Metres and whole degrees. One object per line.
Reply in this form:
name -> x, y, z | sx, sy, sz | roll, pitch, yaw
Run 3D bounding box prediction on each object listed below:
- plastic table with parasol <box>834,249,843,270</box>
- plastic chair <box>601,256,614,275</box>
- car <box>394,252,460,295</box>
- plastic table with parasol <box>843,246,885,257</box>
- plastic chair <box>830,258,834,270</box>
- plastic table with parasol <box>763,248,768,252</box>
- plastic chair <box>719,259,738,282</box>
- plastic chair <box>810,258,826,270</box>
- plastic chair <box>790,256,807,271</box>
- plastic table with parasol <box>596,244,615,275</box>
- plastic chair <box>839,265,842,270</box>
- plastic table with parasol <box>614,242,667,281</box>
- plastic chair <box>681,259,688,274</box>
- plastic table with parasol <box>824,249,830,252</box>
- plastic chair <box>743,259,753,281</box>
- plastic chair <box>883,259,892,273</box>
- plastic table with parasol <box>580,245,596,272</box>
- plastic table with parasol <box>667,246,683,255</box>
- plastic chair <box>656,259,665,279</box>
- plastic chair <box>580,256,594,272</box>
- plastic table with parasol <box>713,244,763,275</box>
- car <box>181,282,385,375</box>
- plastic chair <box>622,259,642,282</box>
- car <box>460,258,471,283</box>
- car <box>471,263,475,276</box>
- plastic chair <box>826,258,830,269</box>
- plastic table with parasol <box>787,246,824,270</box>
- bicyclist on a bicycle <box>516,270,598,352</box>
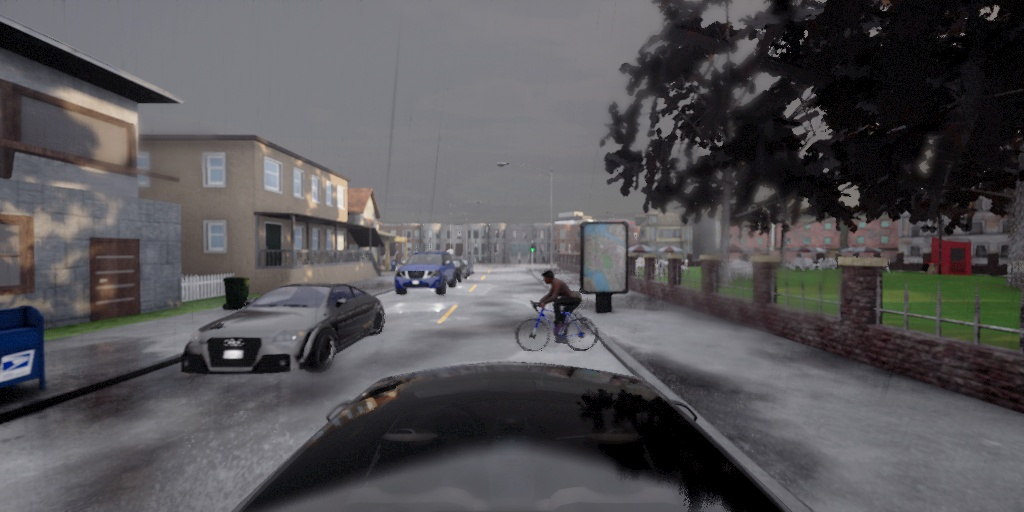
plastic table with parasol -> 35.815, 0.275, 37.551 | 2.482, 2.480, 2.482 | 0, 0, -41
plastic chair -> 9.371, 0.914, 34.651 | 0.730, 1.272, 0.750 | 0, 0, -36
car -> -4.271, 0.783, 18.545 | 2.150, 2.045, 5.566 | 0, 0, -1
plastic table with parasol -> 33.216, 0.323, 33.694 | 2.482, 2.480, 2.482 | 0, 0, -41
plastic chair -> 35.060, 0.868, 38.574 | 0.750, 1.272, 0.730 | 0, 0, -41
plastic table with parasol -> 27.858, 0.140, 41.021 | 2.482, 2.480, 2.482 | 0, 0, -39
plastic chair -> 14.099, 1.035, 23.521 | 0.730, 1.272, 0.750 | 0, 0, -36
plastic chair -> 29.212, 0.854, 34.260 | 0.750, 1.272, 0.730 | 0, 0, -45
plastic chair -> 27.495, 0.844, 34.384 | 0.730, 1.272, 0.750 | 0, 0, -39
plastic table with parasol -> 10.335, 0.299, 35.563 | 2.482, 2.480, 2.482 | 0, 0, -41
plastic chair -> 32.461, 0.916, 34.717 | 0.750, 1.272, 0.730 | 0, 0, -41
plastic table with parasol -> 9.714, 0.377, 27.114 | 2.482, 2.480, 2.482 | 0, 0, -41
plastic chair -> 15.119, 0.928, 31.665 | 0.750, 1.272, 0.730 | 0, 0, -41
plastic table with parasol -> 35.545, 0.225, 41.898 | 2.482, 2.480, 2.482 | 0, 0, -1
plastic chair -> 15.806, 1.024, 23.442 | 0.750, 1.272, 0.730 | 0, 0, -41
plastic chair -> 33.959, 0.938, 32.704 | 0.750, 1.272, 0.730 | 0, 0, -41
plastic table with parasol -> 9.280, 0.270, 40.782 | 2.482, 2.480, 2.482 | 0, 0, -41
plastic table with parasol -> 14.353, 0.296, 32.638 | 2.482, 2.480, 2.482 | 0, 0, -42
plastic chair -> 10.457, 1.014, 26.126 | 0.750, 1.272, 0.730 | 0, 0, -41
plastic chair -> 8.316, 0.886, 39.870 | 0.730, 1.272, 0.750 | 0, 0, -36
plastic table with parasol -> 15.063, 0.412, 24.433 | 2.482, 2.480, 2.482 | 0, 0, -41
car -> -4.150, 1.254, 7.312 | 1.994, 1.385, 4.181 | 0, 1, -1
plastic chair -> 8.750, 1.020, 26.205 | 0.730, 1.272, 0.750 | 0, 0, -36
car -> -4.238, 0.961, 25.070 | 1.882, 1.535, 5.008 | 0, 1, -1
car -> -4.351, 0.945, 30.625 | 1.812, 1.442, 4.674 | 0, 1, 0
plastic chair -> 35.476, 0.844, 40.655 | 0.750, 1.272, 0.730 | 0, 0, -1
plastic table with parasol -> 28.382, 0.252, 35.096 | 2.482, 2.480, 2.482 | 0, 0, -39
bicyclist on a bicycle -> 0.891, 1.109, 7.124 | 1.656, 1.620, 0.582 | -1, 1, -1
